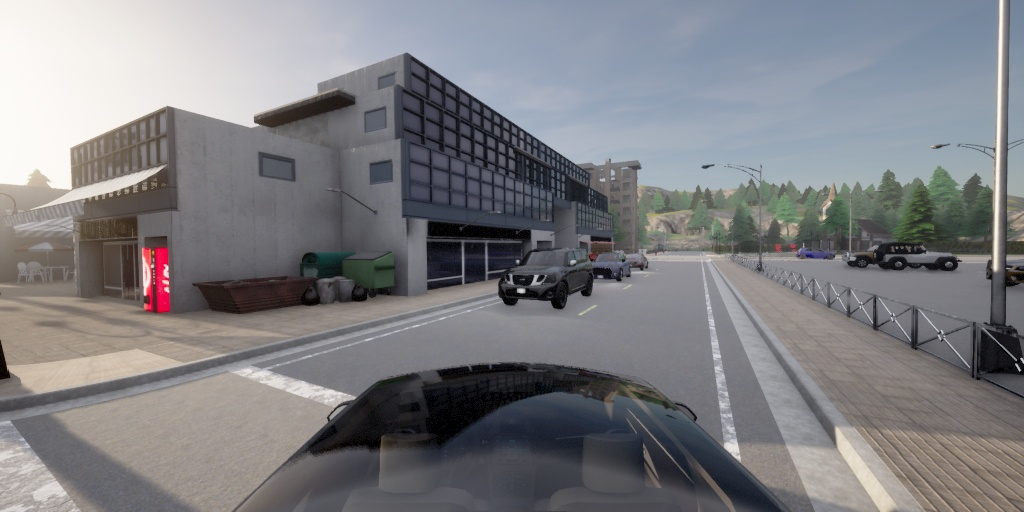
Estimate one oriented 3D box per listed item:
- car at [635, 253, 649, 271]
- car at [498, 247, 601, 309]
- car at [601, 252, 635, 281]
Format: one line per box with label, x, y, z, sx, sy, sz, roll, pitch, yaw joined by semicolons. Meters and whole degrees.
car;10.876;0.462;31.714;1.812;1.442;4.674;0;2;28
car;1.568;0.693;13.935;2.150;2.045;5.566;0;1;28
car;6.128;0.561;22.650;2.097;1.767;4.553;0;2;28
